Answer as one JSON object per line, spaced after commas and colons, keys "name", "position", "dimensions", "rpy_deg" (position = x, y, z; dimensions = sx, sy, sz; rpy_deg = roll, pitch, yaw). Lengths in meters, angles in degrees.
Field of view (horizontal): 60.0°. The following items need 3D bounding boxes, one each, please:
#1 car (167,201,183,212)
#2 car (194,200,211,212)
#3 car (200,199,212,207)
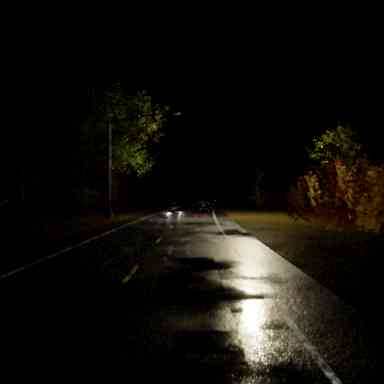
{"name": "car", "position": [-2.352, 2.014, 46.296], "dimensions": [1.812, 1.442, 4.674], "rpy_deg": [0, 0, 4]}
{"name": "car", "position": [1.333, 1.970, 45.860], "dimensions": [2.128, 1.511, 4.902], "rpy_deg": [0, -1, 3]}
{"name": "car", "position": [2.817, 2.208, 65.086], "dimensions": [2.033, 1.411, 5.357], "rpy_deg": [0, -1, 5]}
